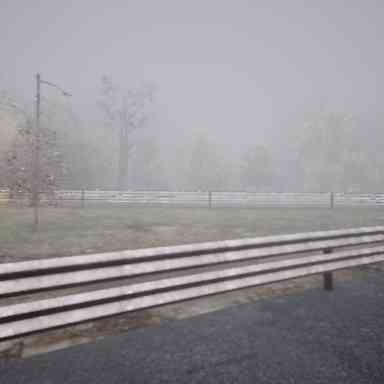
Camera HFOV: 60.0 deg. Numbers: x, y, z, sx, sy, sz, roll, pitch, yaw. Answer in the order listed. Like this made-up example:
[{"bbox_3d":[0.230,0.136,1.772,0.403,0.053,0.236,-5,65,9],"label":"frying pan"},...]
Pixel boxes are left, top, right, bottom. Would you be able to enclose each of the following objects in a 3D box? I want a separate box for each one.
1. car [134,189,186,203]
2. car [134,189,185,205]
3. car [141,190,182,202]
[{"bbox_3d":[-3.393,0.384,35.666,5.357,1.411,2.033,1,0,-3],"label":"car"},{"bbox_3d":[-3.163,0.454,32.173,4.718,1.301,1.895,1,0,-3],"label":"car"},{"bbox_3d":[-3.564,0.424,39.161,4.718,1.301,1.895,1,0,-3],"label":"car"}]
